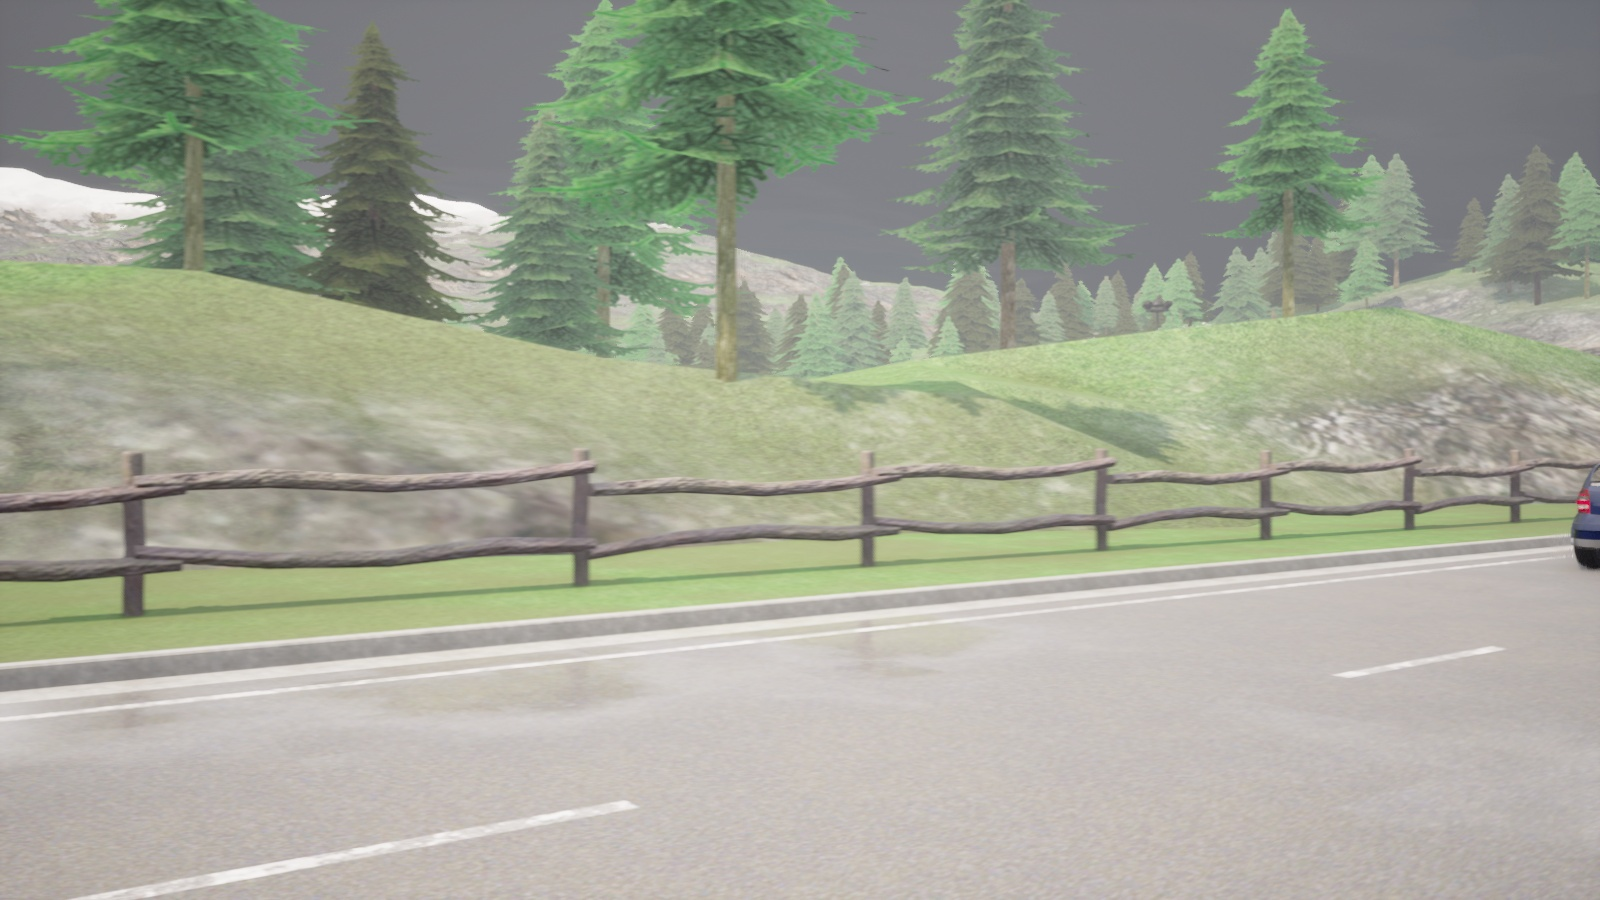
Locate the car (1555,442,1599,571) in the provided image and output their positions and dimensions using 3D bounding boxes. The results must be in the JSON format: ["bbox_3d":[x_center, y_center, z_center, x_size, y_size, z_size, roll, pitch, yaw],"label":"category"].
[{"bbox_3d":[11.346,0.668,15.822,3.705,1.549,1.789,0,0,-35],"label":"car"}]
